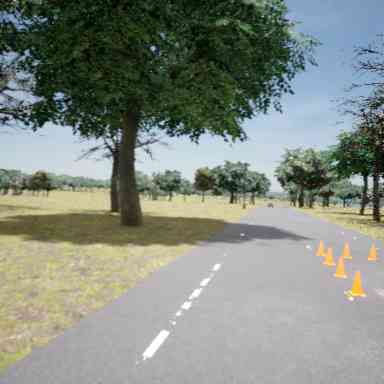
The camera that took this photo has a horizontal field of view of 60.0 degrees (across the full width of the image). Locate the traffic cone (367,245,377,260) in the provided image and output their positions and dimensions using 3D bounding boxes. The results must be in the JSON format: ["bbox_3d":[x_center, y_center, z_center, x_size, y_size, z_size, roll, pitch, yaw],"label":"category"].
[{"bbox_3d":[7.424,2.473,13.642,0.340,0.580,0.340,3,-1,13],"label":"traffic cone"}]

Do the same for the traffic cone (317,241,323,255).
[{"bbox_3d":[5.480,2.377,14.100,0.340,0.580,0.340,3,-1,13],"label":"traffic cone"}]

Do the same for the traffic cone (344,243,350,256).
[{"bbox_3d":[6.452,2.425,13.871,0.340,0.580,0.340,3,-1,13],"label":"traffic cone"}]

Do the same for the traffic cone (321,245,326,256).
[{"bbox_3d":[5.023,2.334,12.153,0.340,0.580,0.340,3,-1,13],"label":"traffic cone"}]

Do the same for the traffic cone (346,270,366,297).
[{"bbox_3d":[4.110,2.248,8.259,0.340,0.580,0.340,3,-1,13],"label":"traffic cone"}]

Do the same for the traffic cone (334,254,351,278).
[{"bbox_3d":[4.567,2.290,10.206,0.340,0.580,0.340,3,-1,13],"label":"traffic cone"}]
